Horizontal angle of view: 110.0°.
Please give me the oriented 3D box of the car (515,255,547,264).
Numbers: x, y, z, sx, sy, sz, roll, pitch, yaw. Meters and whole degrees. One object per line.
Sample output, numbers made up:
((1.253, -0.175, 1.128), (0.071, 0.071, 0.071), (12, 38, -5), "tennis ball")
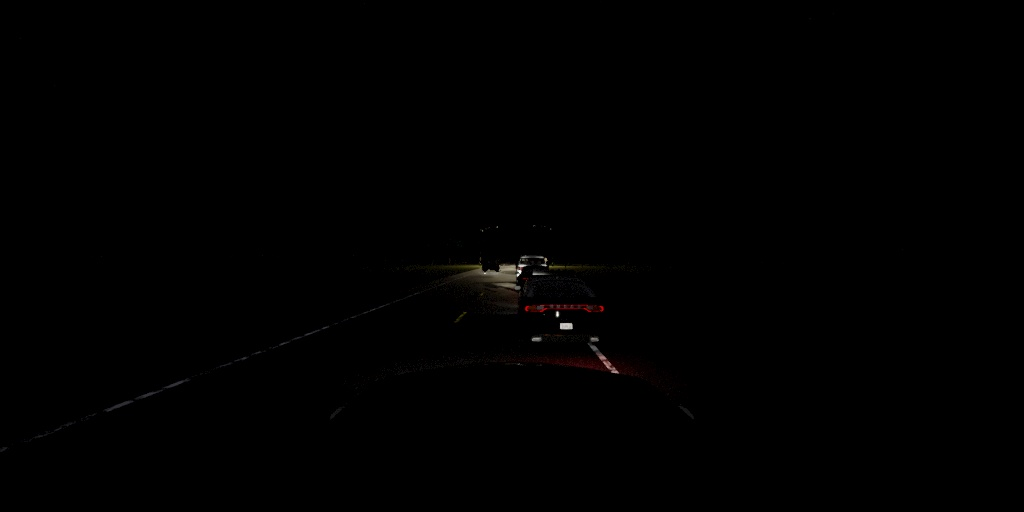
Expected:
((1.391, 0.968, 25.512), (2.150, 2.045, 5.566), (0, 0, 2), "car")

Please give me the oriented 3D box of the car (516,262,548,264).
((1.247, 1.253, 19.502), (1.837, 1.490, 4.892), (0, 0, 1), "car")

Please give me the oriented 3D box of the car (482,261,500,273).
((-2.506, 1.277, 43.521), (2.033, 1.411, 5.357), (0, 0, 2), "car")

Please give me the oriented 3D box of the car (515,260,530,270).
((1.551, 1.281, 52.775), (1.994, 1.385, 4.181), (0, 0, 4), "car")

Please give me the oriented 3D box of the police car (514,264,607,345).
((1.095, 1.175, 9.642), (1.930, 1.638, 5.238), (0, 0, 1), "police car")
